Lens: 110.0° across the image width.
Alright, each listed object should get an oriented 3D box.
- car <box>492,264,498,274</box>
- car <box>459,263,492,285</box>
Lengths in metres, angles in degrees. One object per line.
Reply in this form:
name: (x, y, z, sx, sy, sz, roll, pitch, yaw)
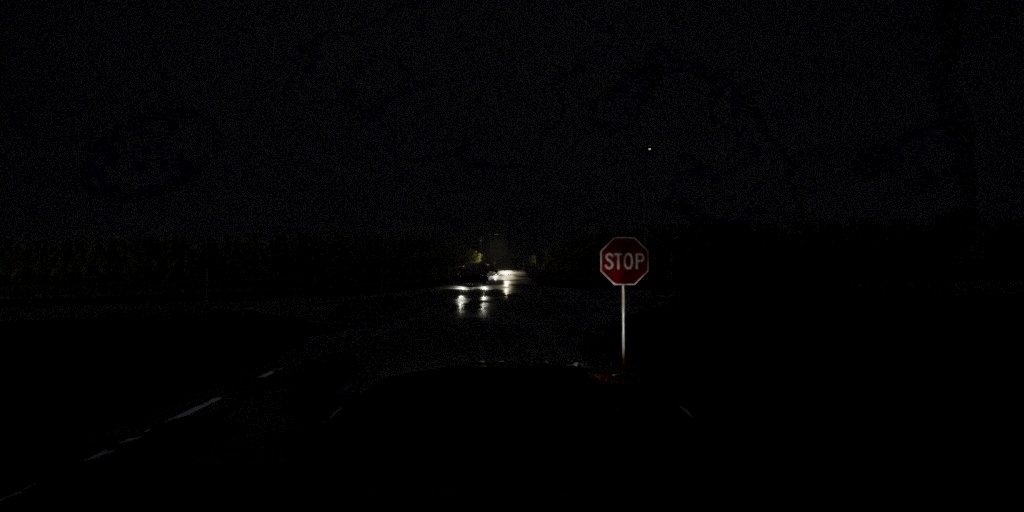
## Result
car: (-2.764, 1.638, 46.447, 1.895, 1.301, 4.718, 0, -1, 0)
car: (-2.757, 1.313, 26.888, 1.882, 1.535, 5.008, 0, 0, 0)
